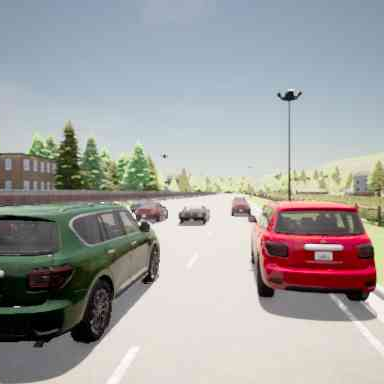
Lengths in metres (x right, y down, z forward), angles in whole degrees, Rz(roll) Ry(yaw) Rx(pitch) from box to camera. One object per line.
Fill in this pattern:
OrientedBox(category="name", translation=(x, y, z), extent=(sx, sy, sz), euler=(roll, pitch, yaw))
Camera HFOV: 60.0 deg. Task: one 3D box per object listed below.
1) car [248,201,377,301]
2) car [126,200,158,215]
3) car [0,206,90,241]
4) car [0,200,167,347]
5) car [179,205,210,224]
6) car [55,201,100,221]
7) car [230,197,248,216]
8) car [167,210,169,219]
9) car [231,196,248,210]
OrientedBox(category="car", translation=(2.695, 1.229, 8.548), extent=(2.150, 2.045, 5.566), euler=(0, 0, 8))
OrientedBox(category="car", translation=(-5.271, 1.595, 36.135), extent=(2.033, 1.411, 5.357), euler=(0, 0, 8))
OrientedBox(category="car", translation=(-7.712, 1.579, 18.251), extent=(2.033, 1.411, 5.357), euler=(0, 0, 8))
OrientedBox(category="car", translation=(-2.226, 1.233, 6.696), extent=(2.150, 2.045, 5.566), euler=(0, 0, 8))
OrientedBox(category="car", translation=(0.289, 1.628, 25.109), extent=(1.895, 1.301, 4.718), euler=(0, 0, 8))
OrientedBox(category="car", translation=(-9.791, 1.572, 28.894), extent=(1.812, 1.442, 4.674), euler=(0, 0, 8))
OrientedBox(category="car", translation=(4.888, 1.554, 33.201), extent=(1.812, 1.442, 4.674), euler=(0, 0, 8))
OrientedBox(category="car", translation=(-3.109, 1.559, 26.102), extent=(1.812, 1.442, 4.674), euler=(0, 0, 8))
OrientedBox(category="car", translation=(6.354, 1.390, 44.107), extent=(2.097, 1.767, 4.553), euler=(0, 0, 8))
